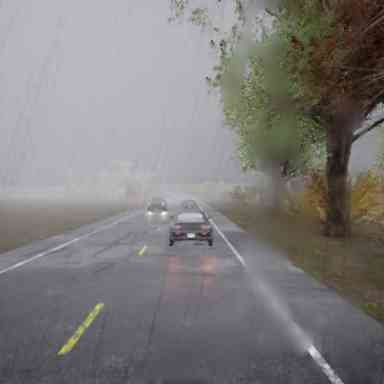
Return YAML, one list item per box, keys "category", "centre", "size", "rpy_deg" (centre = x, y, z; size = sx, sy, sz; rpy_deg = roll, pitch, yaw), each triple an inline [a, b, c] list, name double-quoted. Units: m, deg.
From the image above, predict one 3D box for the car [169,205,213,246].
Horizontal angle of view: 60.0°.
- category: "car"
  centre: [-0.050, 1.520, 15.214]
  size: [1.812, 1.442, 4.674]
  rpy_deg: [0, 0, 0]

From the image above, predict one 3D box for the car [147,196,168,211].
- category: "car"
  centre: [-4.017, 1.310, 38.959]
  size: [2.097, 1.767, 4.553]
  rpy_deg: [0, 0, 0]

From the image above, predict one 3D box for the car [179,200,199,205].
- category: "car"
  centre: [-0.269, 1.514, 33.170]
  size: [2.033, 1.411, 5.357]
  rpy_deg: [0, 0, -1]
